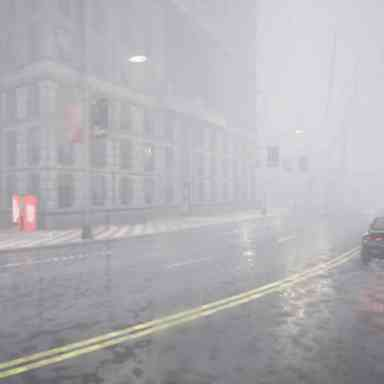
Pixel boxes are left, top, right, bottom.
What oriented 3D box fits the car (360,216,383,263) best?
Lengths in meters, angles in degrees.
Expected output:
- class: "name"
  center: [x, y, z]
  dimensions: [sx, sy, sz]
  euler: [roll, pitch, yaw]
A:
- class: "car"
  center: [7.121, 1.528, 11.259]
  dimensions: [1.837, 1.490, 4.892]
  euler: [0, 0, 39]
